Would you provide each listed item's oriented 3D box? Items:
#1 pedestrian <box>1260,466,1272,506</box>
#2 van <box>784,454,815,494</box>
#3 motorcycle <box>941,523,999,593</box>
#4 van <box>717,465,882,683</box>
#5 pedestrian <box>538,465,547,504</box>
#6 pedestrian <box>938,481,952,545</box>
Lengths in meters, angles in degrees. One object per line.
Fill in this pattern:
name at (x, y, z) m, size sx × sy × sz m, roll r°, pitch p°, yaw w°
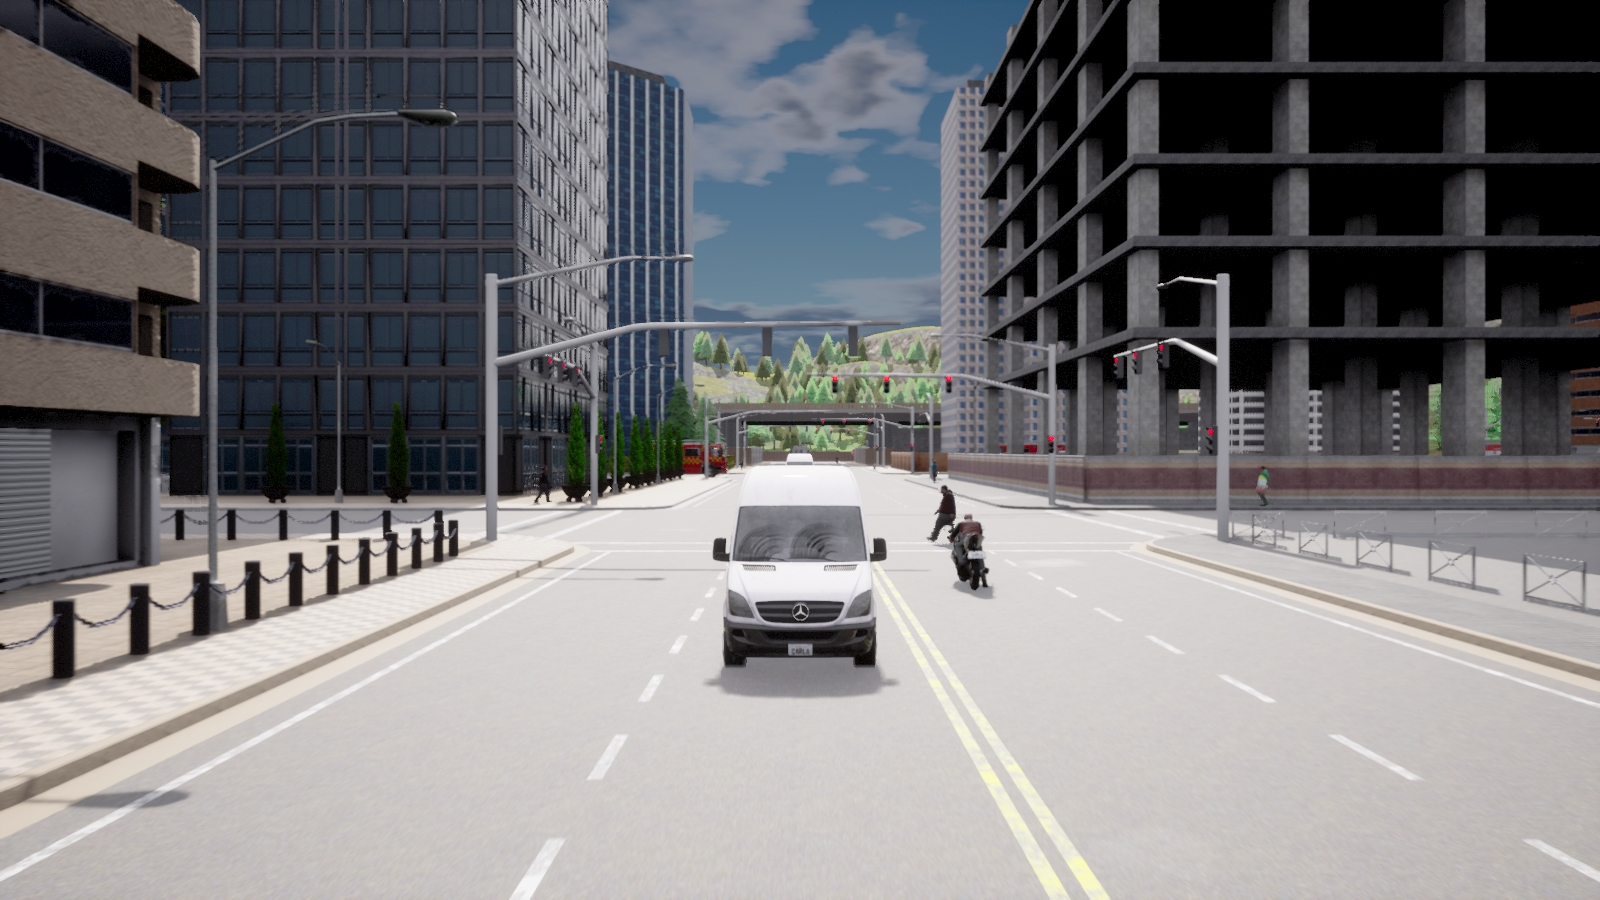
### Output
pedestrian at (21.320, 1.645, 52.303) m, size 0.375 × 1.860 × 0.375 m, roll 0°, pitch 0°, yaw -2°
van at (-0.014, 1.540, 75.435) m, size 1.988 × 2.561 × 5.915 m, roll 0°, pitch 0°, yaw 0°
motorcycle at (3.498, 2.207, 23.668) m, size 0.867 × 1.251 × 2.209 m, roll 0°, pitch 0°, yaw 0°
van at (-0.005, 1.536, 16.748) m, size 1.988 × 2.561 × 5.915 m, roll 0°, pitch 0°, yaw 0°
pedestrian at (-12.355, 1.646, 54.914) m, size 0.375 × 1.860 × 0.375 m, roll 0°, pitch 0°, yaw -4°
pedestrian at (4.262, 1.838, 33.554) m, size 0.375 × 1.860 × 0.375 m, roll 0°, pitch 0°, yaw 3°
